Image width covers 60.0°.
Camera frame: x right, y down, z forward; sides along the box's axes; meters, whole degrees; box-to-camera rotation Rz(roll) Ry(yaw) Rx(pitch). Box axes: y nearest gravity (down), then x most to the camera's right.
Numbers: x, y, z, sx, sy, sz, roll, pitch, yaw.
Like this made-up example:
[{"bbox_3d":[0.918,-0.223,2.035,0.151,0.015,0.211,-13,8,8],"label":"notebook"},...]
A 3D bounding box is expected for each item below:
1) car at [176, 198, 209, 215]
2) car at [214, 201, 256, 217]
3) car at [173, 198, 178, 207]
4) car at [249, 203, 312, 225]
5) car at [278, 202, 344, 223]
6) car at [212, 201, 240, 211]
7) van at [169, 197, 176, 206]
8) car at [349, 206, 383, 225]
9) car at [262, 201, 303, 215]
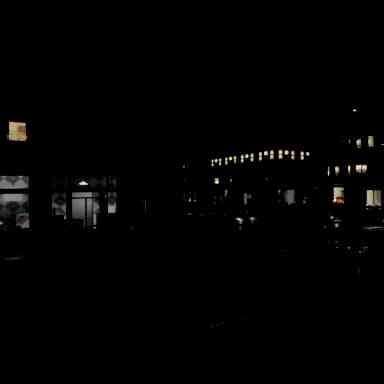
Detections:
[{"bbox_3d":[0.249,1.847,38.773,1.967,1.590,4.097,-1,0,-29],"label":"car"},{"bbox_3d":[4.439,1.814,36.634,1.882,1.535,5.008,-1,0,-29],"label":"car"},{"bbox_3d":[-0.447,1.975,45.332,1.812,1.442,4.674,-1,0,-29],"label":"car"},{"bbox_3d":[6.955,1.814,26.621,1.947,1.339,4.313,-1,0,-29],"label":"car"},{"bbox_3d":[9.520,1.708,27.606,2.128,1.511,4.902,-1,0,-29],"label":"car"},{"bbox_3d":[4.839,1.967,47.709,1.802,1.307,4.206,-1,0,-29],"label":"car"},{"bbox_3d":[-3.313,1.909,62.179,1.690,1.788,3.998,-1,0,-29],"label":"van"},{"bbox_3d":[13.776,1.749,25.755,1.895,1.301,4.718,-1,0,-29],"label":"car"},{"bbox_3d":[10.269,1.810,38.063,2.008,1.369,4.403,-1,0,-29],"label":"car"}]
